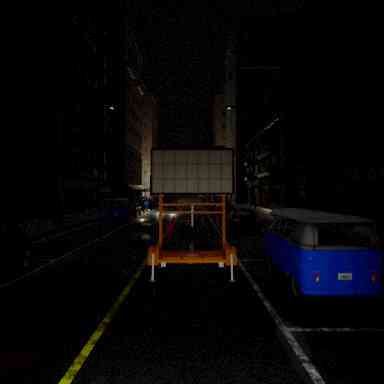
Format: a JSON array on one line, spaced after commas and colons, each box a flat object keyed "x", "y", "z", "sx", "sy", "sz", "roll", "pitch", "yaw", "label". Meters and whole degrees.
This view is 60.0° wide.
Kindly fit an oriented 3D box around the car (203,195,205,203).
[{"x": 2.903, "y": 1.443, "z": 46.576, "sx": 1.967, "sy": 1.590, "sz": 4.097, "roll": 0, "pitch": 0, "yaw": 0, "label": "car"}]

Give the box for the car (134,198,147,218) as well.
[{"x": -5.639, "y": 1.550, "z": 30.080, "sx": 2.008, "sy": 1.369, "sz": 4.403, "roll": 0, "pitch": 0, "yaw": 0, "label": "car"}]

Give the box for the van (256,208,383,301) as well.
[{"x": 2.864, "y": 1.341, "z": 8.066, "sx": 1.690, "sy": 1.788, "sz": 3.998, "roll": 0, "pitch": 0, "yaw": 0, "label": "van"}]

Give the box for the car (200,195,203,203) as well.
[{"x": 2.914, "y": 1.557, "z": 57.578, "sx": 2.008, "sy": 1.369, "sz": 4.403, "roll": 0, "pitch": 0, "yaw": 0, "label": "car"}]

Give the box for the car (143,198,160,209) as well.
[{"x": -5.622, "y": 1.584, "z": 46.584, "sx": 1.802, "sy": 1.307, "sz": 4.206, "roll": 0, "pitch": 0, "yaw": 0, "label": "car"}]

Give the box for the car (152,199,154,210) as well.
[{"x": -5.628, "y": 1.567, "z": 41.083, "sx": 1.947, "sy": 1.339, "sz": 4.313, "roll": 0, "pitch": 0, "yaw": 0, "label": "car"}]

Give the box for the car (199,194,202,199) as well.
[{"x": 2.925, "y": 1.577, "z": 68.581, "sx": 1.947, "sy": 1.339, "sz": 4.313, "roll": 0, "pitch": 0, "yaw": 0, "label": "car"}]

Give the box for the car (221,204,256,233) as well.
[{"x": 2.876, "y": 1.581, "z": 19.069, "sx": 1.802, "sy": 1.307, "sz": 4.206, "roll": 0, "pitch": 0, "yaw": 0, "label": "car"}]

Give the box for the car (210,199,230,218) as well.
[{"x": 2.887, "y": 1.581, "z": 30.071, "sx": 1.802, "sy": 1.307, "sz": 4.206, "roll": 0, "pitch": 0, "yaw": 0, "label": "car"}]

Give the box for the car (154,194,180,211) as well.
[{"x": -2.964, "y": 1.223, "z": 40.516, "sx": 2.150, "sy": 2.045, "sz": 5.566, "roll": 0, "pitch": 0, "yaw": 0, "label": "car"}]

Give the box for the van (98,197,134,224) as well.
[{"x": -5.645, "y": 1.340, "z": 24.580, "sx": 1.690, "sy": 1.788, "sz": 3.998, "roll": 0, "pitch": 0, "yaw": 0, "label": "van"}]

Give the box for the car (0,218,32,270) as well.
[{"x": -5.661, "y": 1.440, "z": 8.075, "sx": 1.967, "sy": 1.590, "sz": 4.097, "roll": 0, "pitch": 0, "yaw": 0, "label": "car"}]

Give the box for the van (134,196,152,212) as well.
[{"x": -5.634, "y": 1.341, "z": 35.581, "sx": 1.690, "sy": 1.788, "sz": 3.998, "roll": 0, "pitch": 0, "yaw": 0, "label": "van"}]

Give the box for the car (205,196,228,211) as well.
[{"x": 2.892, "y": 1.315, "z": 35.573, "sx": 2.192, "sy": 1.841, "sz": 5.009, "roll": 0, "pitch": 0, "yaw": 0, "label": "car"}]

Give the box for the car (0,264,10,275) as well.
[{"x": -3.099, "y": 1.547, "z": 1.071, "sx": 2.033, "sy": 1.411, "sz": 5.357, "roll": 0, "pitch": 0, "yaw": 0, "label": "car"}]

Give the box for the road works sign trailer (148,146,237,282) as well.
[{"x": 0.010, "y": 0.464, "z": 9.747, "sx": 2.380, "sy": 3.560, "sz": 2.880, "roll": 0, "pitch": 0, "yaw": 0, "label": "road works sign trailer"}]

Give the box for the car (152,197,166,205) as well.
[{"x": -5.611, "y": 1.572, "z": 57.587, "sx": 1.947, "sy": 1.339, "sz": 4.313, "roll": 0, "pitch": 0, "yaw": 0, "label": "car"}]

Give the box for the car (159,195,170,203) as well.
[{"x": -5.601, "y": 1.451, "z": 68.590, "sx": 1.967, "sy": 1.590, "sz": 4.097, "roll": 0, "pitch": 0, "yaw": 0, "label": "car"}]
